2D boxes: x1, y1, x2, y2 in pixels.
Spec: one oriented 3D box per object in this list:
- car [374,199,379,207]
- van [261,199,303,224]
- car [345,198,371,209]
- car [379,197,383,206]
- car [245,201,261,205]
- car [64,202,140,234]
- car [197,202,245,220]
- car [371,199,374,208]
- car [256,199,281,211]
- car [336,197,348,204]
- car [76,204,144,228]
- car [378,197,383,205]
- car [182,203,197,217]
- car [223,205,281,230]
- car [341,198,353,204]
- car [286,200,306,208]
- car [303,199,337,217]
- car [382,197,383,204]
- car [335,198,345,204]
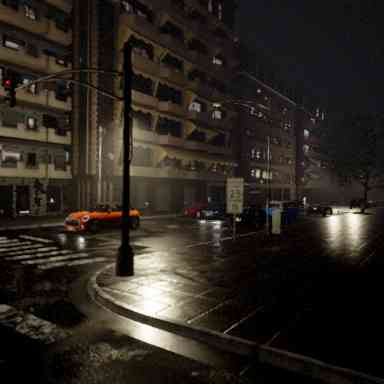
[{"bbox_3d":[33.786,2.098,63.324,1.967,1.590,4.097,1,0,36],"label":"car"},{"bbox_3d":[7.553,1.641,27.669,1.690,1.788,3.998,1,0,36],"label":"van"},{"bbox_3d":[27.229,1.885,54.410,2.192,1.841,5.009,1,0,36],"label":"car"},{"bbox_3d":[37.064,2.245,67.780,1.887,1.381,4.507,1,0,36],"label":"car"},{"bbox_3d":[7.364,1.829,41.555,1.802,1.307,4.206,1,0,36],"label":"car"},{"bbox_3d":[-5.287,1.438,20.019,2.097,1.767,4.553,1,0,37],"label":"car"},{"bbox_3d":[2.782,1.725,30.950,1.812,1.442,4.674,1,0,36],"label":"car"},{"bbox_3d":[30.505,2.196,58.866,1.802,1.307,4.206,1,0,36],"label":"car"},{"bbox_3d":[10.645,1.732,46.012,1.967,1.590,4.097,1,0,36],"label":"car"},{"bbox_3d":[36.880,2.083,81.667,1.967,1.590,4.097,1,0,36],"label":"car"},{"bbox_3d":[-5.753,1.615,23.728,2.008,1.369,4.403,1,0,36],"label":"car"},{"bbox_3d":[46.906,2.144,81.151,2.192,1.841,5.009,1,0,36],"label":"car"},{"bbox_3d":[0.806,1.701,32.641,1.887,1.381,4.507,1,0,36],"label":"car"},{"bbox_3d":[4.271,1.821,23.211,1.947,1.339,4.313,1,0,36],"label":"car"},{"bbox_3d":[40.057,2.209,85.986,1.752,1.417,4.829,1,0,36],"label":"car"},{"bbox_3d":[17.202,1.963,54.926,1.802,1.307,4.206,1,0,36],"label":"car"},{"bbox_3d":[14.110,1.831,36.583,1.967,1.590,4.097,1,0,36],"label":"car"},{"bbox_3d":[40.343,2.295,72.237,2.008,1.369,4.403,1,0,36],"label":"car"},{"bbox_3d":[33.599,2.166,77.210,1.947,1.339,4.313,1,0,36],"label":"car"}]
